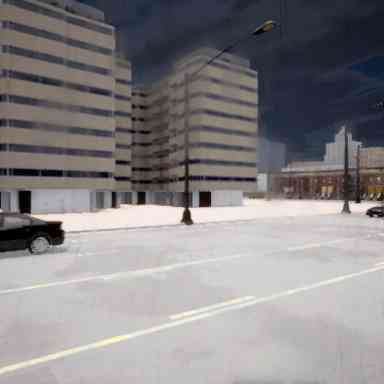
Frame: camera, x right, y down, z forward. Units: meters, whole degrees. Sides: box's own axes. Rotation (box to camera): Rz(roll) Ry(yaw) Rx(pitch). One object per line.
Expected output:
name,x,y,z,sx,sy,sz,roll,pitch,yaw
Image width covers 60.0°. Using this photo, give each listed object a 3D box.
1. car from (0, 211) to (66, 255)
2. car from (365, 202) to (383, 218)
car,-7.138,1.478,11.788,5.008,1.535,1.882,0,0,-35
car,17.478,1.555,29.360,5.357,1.411,2.033,0,0,-35
